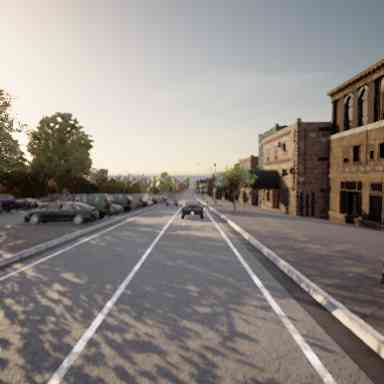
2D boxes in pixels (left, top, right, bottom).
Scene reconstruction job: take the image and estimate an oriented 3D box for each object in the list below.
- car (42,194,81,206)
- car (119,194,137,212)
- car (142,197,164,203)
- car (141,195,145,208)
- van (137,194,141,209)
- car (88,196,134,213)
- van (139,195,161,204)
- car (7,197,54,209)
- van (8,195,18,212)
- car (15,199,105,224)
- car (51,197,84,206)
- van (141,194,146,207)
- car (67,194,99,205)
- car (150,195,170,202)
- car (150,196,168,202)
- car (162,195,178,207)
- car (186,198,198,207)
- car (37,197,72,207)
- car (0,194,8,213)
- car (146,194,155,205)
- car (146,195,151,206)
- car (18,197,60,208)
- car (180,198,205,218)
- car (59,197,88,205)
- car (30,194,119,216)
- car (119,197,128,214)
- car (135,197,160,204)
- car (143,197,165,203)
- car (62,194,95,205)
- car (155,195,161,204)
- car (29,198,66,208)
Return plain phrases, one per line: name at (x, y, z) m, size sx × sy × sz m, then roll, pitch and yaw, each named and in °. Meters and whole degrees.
car at (-21.919, 1.364, 56.099) m, size 5.566 × 2.045 × 2.435 m, roll 0°, pitch 0°, yaw 0°
car at (-8.873, 1.205, 33.864) m, size 5.566 × 2.045 × 2.435 m, roll 0°, pitch 0°, yaw 0°
car at (-8.866, 1.840, 75.906) m, size 4.792 × 1.488 × 2.163 m, roll 0°, pitch -1°, yaw 0°
car at (-8.844, 1.515, 42.271) m, size 4.892 × 1.521 × 2.231 m, roll 0°, pitch 0°, yaw 0°
van at (-8.731, 1.268, 39.469) m, size 4.442 × 1.987 × 1.878 m, roll 0°, pitch 0°, yaw 0°
car at (-8.814, 1.348, 36.664) m, size 4.553 × 1.767 × 2.185 m, roll 0°, pitch 0°, yaw 0°
van at (-8.771, 1.527, 70.302) m, size 4.442 × 1.987 × 1.878 m, roll 0°, pitch -1°, yaw 0°
car at (-21.747, 1.530, 44.958) m, size 5.366 × 1.575 × 1.946 m, roll 0°, pitch 0°, yaw 0°
van at (-22.042, 1.246, 36.602) m, size 4.442 × 1.987 × 1.878 m, roll 0°, pitch 0°, yaw 0°
car at (-8.842, 1.416, 22.652) m, size 4.892 × 1.521 × 2.231 m, roll 0°, pitch 0°, yaw 0°
car at (-21.946, 1.639, 58.883) m, size 5.008 × 1.535 × 2.097 m, roll 0°, pitch 0°, yaw 0°
van at (-8.969, 1.308, 45.075) m, size 4.442 × 1.987 × 1.878 m, roll 0°, pitch 0°, yaw 0°
car at (-21.934, 1.468, 67.115) m, size 5.566 × 2.045 × 2.435 m, roll 0°, pitch -1°, yaw 0°
car at (-8.890, 1.735, 92.727) m, size 5.566 × 2.045 × 2.435 m, roll 0°, pitch -1°, yaw 0°
car at (-8.884, 1.831, 89.923) m, size 4.553 × 1.767 × 2.185 m, roll 0°, pitch -1°, yaw 0°
car at (-3.315, 1.634, 55.410) m, size 2.128 × 1.511 × 4.902 m, roll 0°, pitch 0°, yaw 0°
car at (0.001, 1.704, 57.034) m, size 2.033 × 1.411 × 5.357 m, roll 0°, pitch 0°, yaw 0°
car at (-21.972, 1.623, 53.313) m, size 4.792 × 1.488 × 2.163 m, roll 0°, pitch 0°, yaw 0°
car at (-21.893, 1.330, 33.821) m, size 4.553 × 1.767 × 2.185 m, roll 0°, pitch 0°, yaw 0°
car at (-8.889, 1.323, 50.683) m, size 5.566 × 2.045 × 2.435 m, roll 0°, pitch 0°, yaw 0°
car at (-8.851, 1.554, 47.877) m, size 5.008 × 1.535 × 2.097 m, roll 0°, pitch 0°, yaw 0°
car at (-21.931, 1.553, 47.744) m, size 5.008 × 1.535 × 2.097 m, roll 0°, pitch 0°, yaw 0°
car at (0.054, 1.465, 29.242) m, size 1.837 × 1.490 × 4.892 m, roll 0°, pitch 0°, yaw 0°
car at (-21.953, 1.703, 61.543) m, size 4.674 × 1.452 × 2.002 m, roll 0°, pitch -1°, yaw 0°
car at (-8.875, 1.169, 25.454) m, size 5.566 × 2.045 × 2.435 m, roll 0°, pitch 0°, yaw 0°
car at (-8.851, 1.441, 31.057) m, size 4.892 × 1.521 × 2.231 m, roll 0°, pitch 0°, yaw 0°
car at (-8.913, 1.753, 67.496) m, size 4.792 × 1.488 × 2.163 m, roll 0°, pitch -1°, yaw 0°
car at (-8.894, 1.840, 78.709) m, size 5.008 × 1.535 × 2.097 m, roll 0°, pitch -1°, yaw 0°
car at (-21.930, 1.440, 64.454) m, size 5.566 × 2.045 × 2.435 m, roll 0°, pitch -1°, yaw 0°
car at (-8.871, 1.666, 61.893) m, size 5.008 × 1.535 × 2.097 m, roll 0°, pitch -1°, yaw 0°
car at (-21.910, 1.603, 50.528) m, size 4.792 × 1.488 × 2.163 m, roll 0°, pitch 0°, yaw 0°
